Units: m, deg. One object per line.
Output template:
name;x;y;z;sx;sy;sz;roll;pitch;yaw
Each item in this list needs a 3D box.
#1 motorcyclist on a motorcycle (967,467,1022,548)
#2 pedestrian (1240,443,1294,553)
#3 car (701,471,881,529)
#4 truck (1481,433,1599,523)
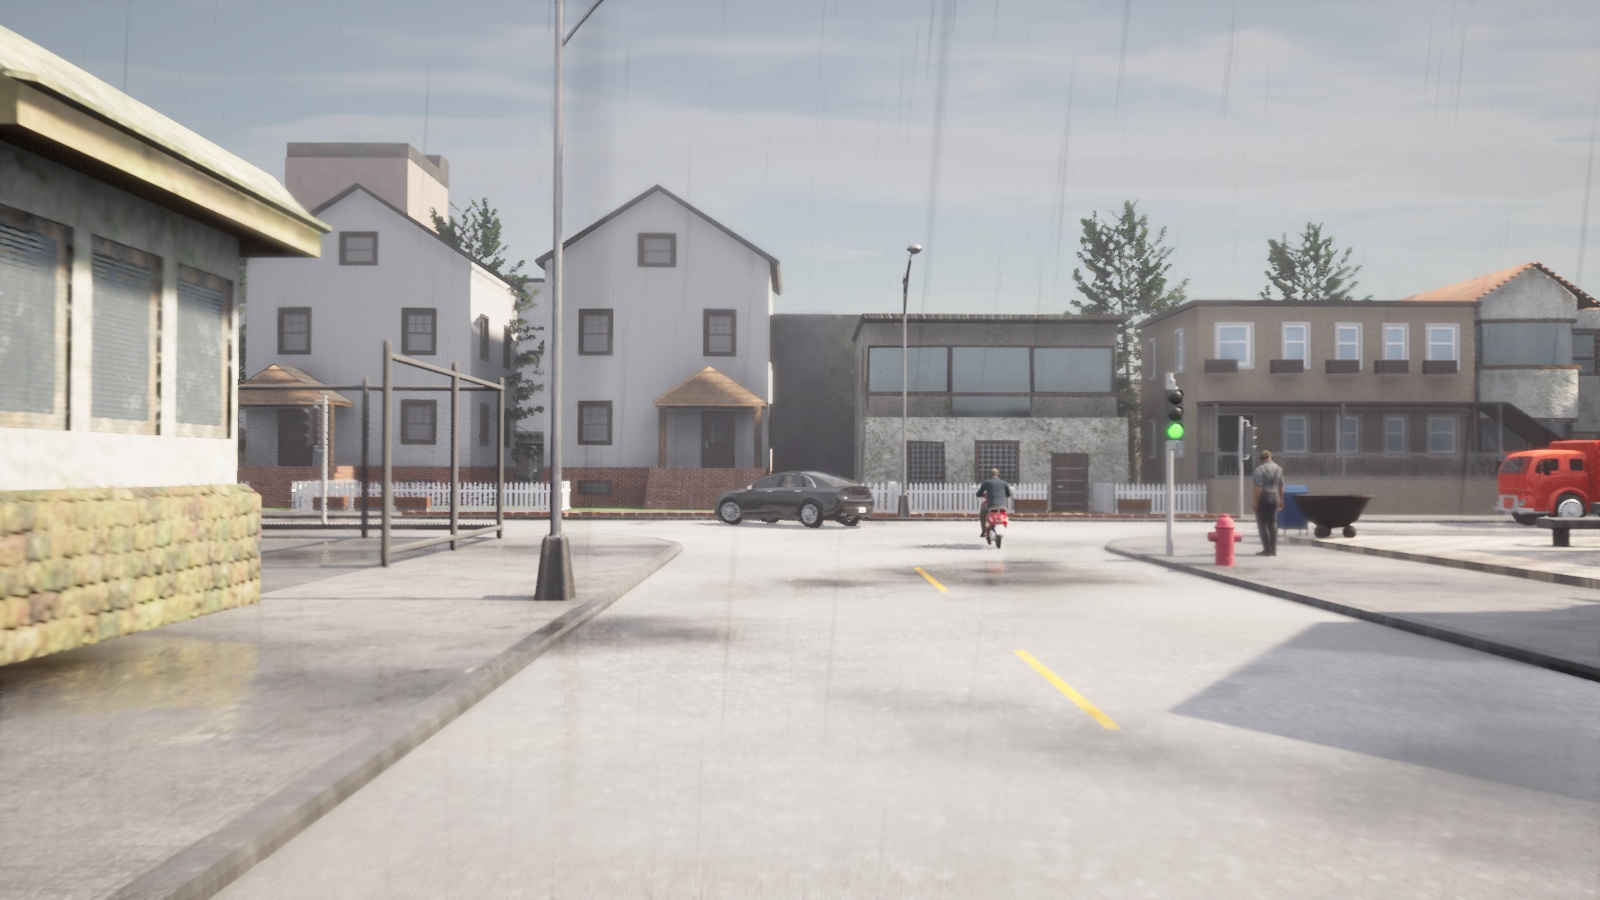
motorcyclist on a motorcycle;3.954;1.139;25.677;0.866;1.590;1.817;0;-1;1
pedestrian;7.989;0.812;21.507;0.540;1.848;0.694;0;-1;-18
car;-0.302;1.343;34.575;4.892;1.490;1.837;-1;-2;39
truck;22.808;0.779;35.927;5.204;2.467;2.627;0;-1;-1
